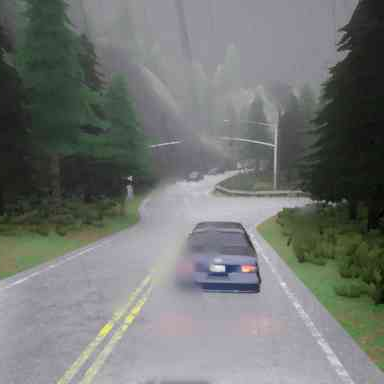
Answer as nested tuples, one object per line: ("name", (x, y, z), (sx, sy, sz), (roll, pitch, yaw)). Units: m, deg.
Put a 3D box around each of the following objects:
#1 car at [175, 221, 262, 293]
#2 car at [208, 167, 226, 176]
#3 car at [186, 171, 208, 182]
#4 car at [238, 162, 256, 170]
("car", (0.726, 1.497, 8.877), (2.033, 1.411, 5.357), (0, 0, 5))
("car", (4.632, -4.050, 63.645), (2.128, 1.511, 4.902), (4, 10, 36))
("car", (0.562, -2.569, 55.102), (1.837, 1.490, 4.892), (2, 10, 19))
("car", (11.870, -5.480, 71.020), (4.892, 1.490, 1.837), (-9, 9, -36))
